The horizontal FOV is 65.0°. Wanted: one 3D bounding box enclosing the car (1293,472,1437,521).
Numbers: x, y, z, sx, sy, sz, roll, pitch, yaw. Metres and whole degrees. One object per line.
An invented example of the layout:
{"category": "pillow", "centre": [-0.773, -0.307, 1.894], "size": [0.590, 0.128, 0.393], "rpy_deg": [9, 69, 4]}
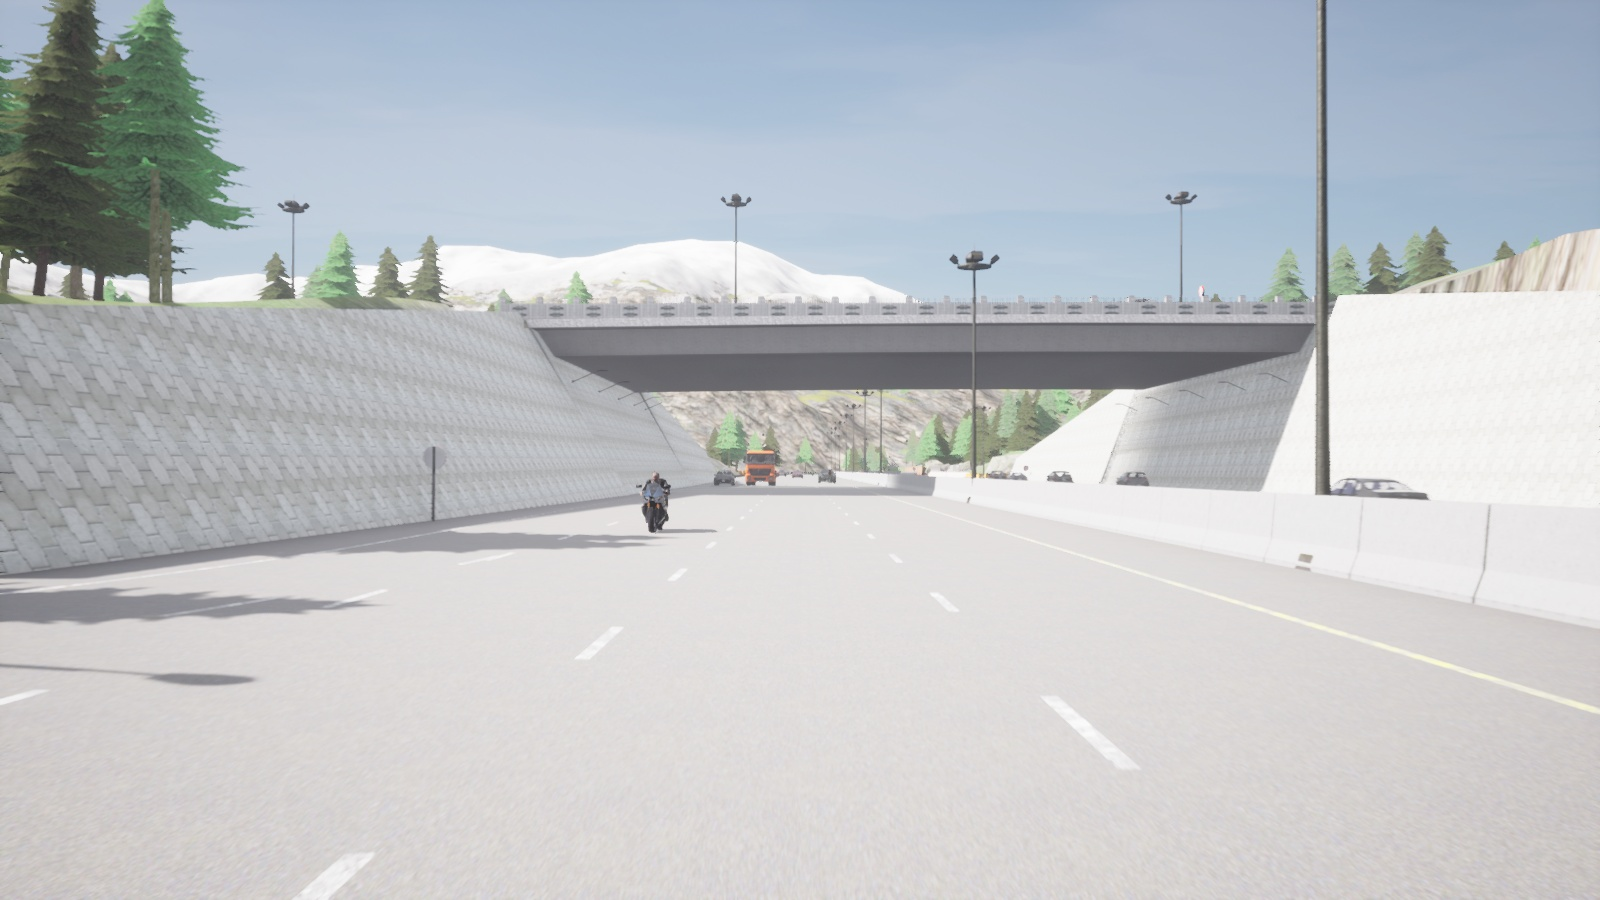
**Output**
{"category": "car", "centre": [17.406, 1.398, 39.011], "size": [2.033, 1.411, 5.357], "rpy_deg": [0, -1, 0]}

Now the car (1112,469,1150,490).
{"category": "car", "centre": [24.278, 2.166, 92.252], "size": [1.845, 1.501, 3.633], "rpy_deg": [0, -1, 0]}

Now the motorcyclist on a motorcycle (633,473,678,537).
{"category": "motorcyclist on a motorcycle", "centre": [-3.575, 1.349, 31.290], "size": [0.866, 1.530, 2.191], "rpy_deg": [0, -1, 0]}
